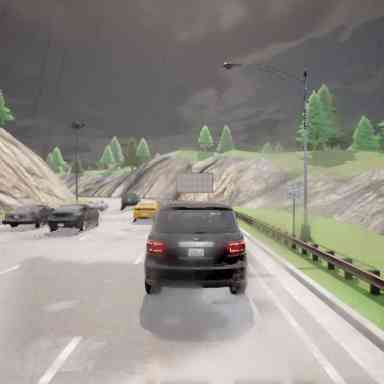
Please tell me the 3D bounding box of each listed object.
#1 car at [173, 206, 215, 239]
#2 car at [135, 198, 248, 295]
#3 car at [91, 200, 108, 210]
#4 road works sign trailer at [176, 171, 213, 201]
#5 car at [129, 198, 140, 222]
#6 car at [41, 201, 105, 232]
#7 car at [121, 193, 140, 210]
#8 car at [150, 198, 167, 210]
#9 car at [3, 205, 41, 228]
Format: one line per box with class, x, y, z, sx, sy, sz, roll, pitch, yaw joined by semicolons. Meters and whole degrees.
car;0.087;1.558;18.097;1.994;1.385;4.181;0;0;0
car;0.085;1.221;8.878;2.150;2.045;5.566;0;0;0
car;-11.126;1.598;39.276;1.895;1.301;4.718;0;0;-5
road works sign trailer;0.182;0.463;21.593;2.380;3.560;2.880;0;0;0
car;-3.464;1.475;26.653;1.882;1.535;5.008;0;0;-1
car;-6.930;1.502;19.989;1.837;1.490;4.892;0;0;0
car;-7.894;1.208;42.574;2.150;2.045;5.566;0;-1;-8
car;-4.468;1.544;43.215;2.033;1.411;5.357;0;0;-8
car;-10.436;1.546;22.361;2.033;1.411;5.357;0;0;0
